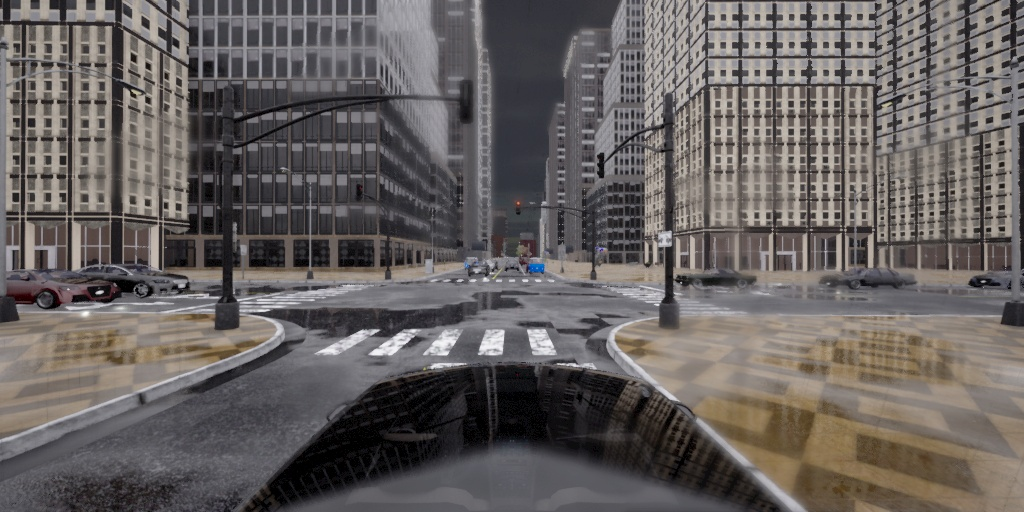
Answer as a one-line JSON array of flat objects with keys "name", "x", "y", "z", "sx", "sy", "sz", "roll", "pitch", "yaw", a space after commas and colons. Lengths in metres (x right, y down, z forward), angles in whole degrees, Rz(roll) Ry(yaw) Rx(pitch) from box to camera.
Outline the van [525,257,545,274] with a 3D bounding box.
[{"name": "van", "x": 2.687, "y": 1.087, "z": 39.809, "sx": 1.690, "sy": 1.789, "sz": 3.998, "roll": 0, "pitch": 0, "yaw": 0}]

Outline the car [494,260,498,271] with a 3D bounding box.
[{"name": "car", "x": -3.191, "y": 1.271, "z": 45.816, "sx": 1.812, "sy": 1.442, "sz": 4.674, "roll": 0, "pitch": 0, "yaw": 0}]

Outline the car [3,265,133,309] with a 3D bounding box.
[{"name": "car", "x": -17.424, "y": 1.168, "z": 13.382, "sx": 4.181, "sy": 1.385, "sz": 1.994, "roll": 0, "pitch": 0, "yaw": -1}]

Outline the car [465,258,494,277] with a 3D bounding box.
[{"name": "car", "x": -3.231, "y": 1.238, "z": 35.642, "sx": 2.128, "sy": 1.511, "sz": 4.902, "roll": 0, "pitch": 0, "yaw": 0}]

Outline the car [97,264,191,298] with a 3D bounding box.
[{"name": "car", "x": -17.809, "y": 1.107, "z": 16.625, "sx": 4.902, "sy": 1.511, "sz": 2.128, "roll": 0, "pitch": 0, "yaw": -1}]

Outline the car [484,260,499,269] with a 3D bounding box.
[{"name": "car", "x": -3.145, "y": 1.291, "z": 56.448, "sx": 2.033, "sy": 1.411, "sz": 5.357, "roll": 0, "pitch": 0, "yaw": 0}]

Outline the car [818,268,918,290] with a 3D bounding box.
[{"name": "car", "x": 23.964, "y": 1.495, "z": 24.194, "sx": 5.357, "sy": 1.411, "sz": 2.033, "roll": 0, "pitch": 0, "yaw": -1}]

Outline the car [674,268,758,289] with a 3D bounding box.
[{"name": "car", "x": 13.493, "y": 1.481, "z": 23.976, "sx": 4.718, "sy": 1.301, "sz": 1.895, "roll": 0, "pitch": 0, "yaw": -1}]

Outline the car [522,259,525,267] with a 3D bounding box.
[{"name": "car", "x": 2.618, "y": 1.290, "z": 45.347, "sx": 1.888, "sy": 1.381, "sz": 4.507, "roll": 0, "pitch": 0, "yaw": 0}]

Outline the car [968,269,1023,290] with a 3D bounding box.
[{"name": "car", "x": 34.043, "y": 1.575, "z": 24.421, "sx": 4.181, "sy": 1.385, "sz": 1.994, "roll": 0, "pitch": 0, "yaw": -1}]

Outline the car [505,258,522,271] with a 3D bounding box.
[{"name": "car", "x": 0.026, "y": 1.292, "z": 49.752, "sx": 2.033, "sy": 1.411, "sz": 5.357, "roll": 0, "pitch": 0, "yaw": 0}]
